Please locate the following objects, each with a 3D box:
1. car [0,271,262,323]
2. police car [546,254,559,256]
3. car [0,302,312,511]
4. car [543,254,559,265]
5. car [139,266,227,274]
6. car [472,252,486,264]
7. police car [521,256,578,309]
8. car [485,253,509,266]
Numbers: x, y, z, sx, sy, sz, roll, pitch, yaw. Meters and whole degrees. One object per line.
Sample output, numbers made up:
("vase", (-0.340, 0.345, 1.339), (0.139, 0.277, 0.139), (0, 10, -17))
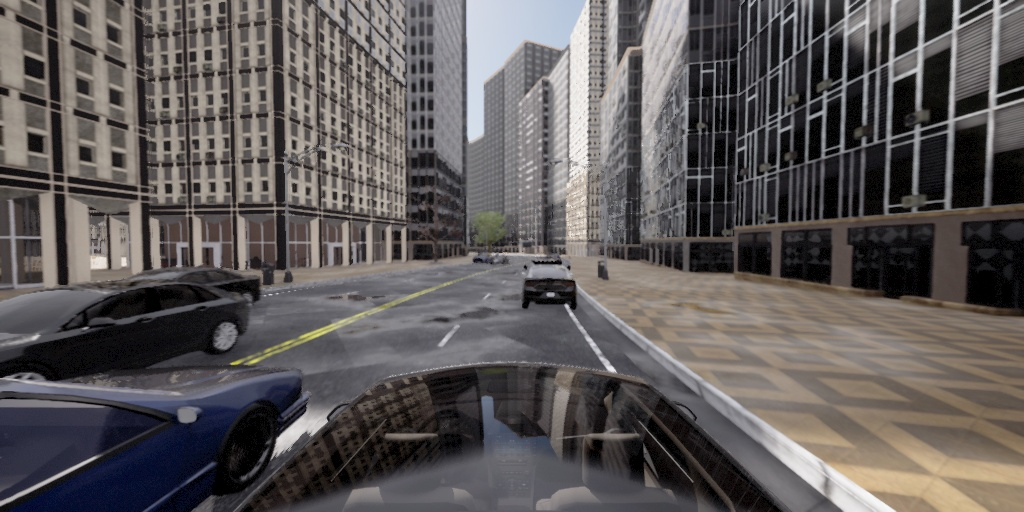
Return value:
("car", (-6.480, 1.183, 5.563), (1.837, 1.490, 4.892), (0, 1, 1))
("police car", (2.180, 0.838, 23.735), (1.930, 1.638, 5.238), (0, 1, 6))
("car", (-3.120, 1.298, 1.410), (2.033, 1.411, 5.357), (0, 1, 0))
("car", (5.560, 0.510, 51.116), (1.812, 1.442, 4.674), (0, 1, 12))
("car", (-9.586, 1.074, 10.171), (1.882, 1.535, 5.008), (0, 1, 3))
("car", (-4.232, 0.271, 52.123), (2.097, 1.767, 4.553), (0, 1, 11))
("police car", (1.381, 0.987, 14.015), (1.930, 1.638, 5.238), (0, 1, 3))
("car", (-1.625, 0.485, 48.404), (2.128, 1.511, 4.902), (0, 1, 11))
